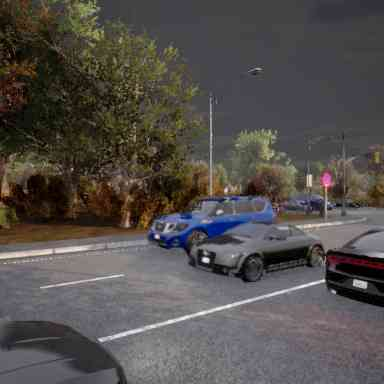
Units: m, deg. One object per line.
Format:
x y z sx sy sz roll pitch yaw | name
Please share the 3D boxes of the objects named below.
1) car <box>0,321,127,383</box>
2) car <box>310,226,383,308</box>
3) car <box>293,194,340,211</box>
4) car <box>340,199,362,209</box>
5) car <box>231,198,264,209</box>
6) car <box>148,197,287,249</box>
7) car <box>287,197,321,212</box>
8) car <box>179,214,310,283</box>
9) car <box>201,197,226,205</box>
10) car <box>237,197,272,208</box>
-2.729 1.505 1.790 4.892 1.490 1.837 0 0 -36 | car
4.986 1.478 7.329 5.008 1.535 1.882 0 0 -36 | car
14.662 1.221 40.649 2.150 2.045 5.566 0 0 -31 | car
20.215 1.601 44.930 1.895 1.301 4.718 0 0 -30 | car
7.531 1.522 45.301 1.812 1.442 4.674 0 0 -32 | car
1.018 1.221 13.341 5.566 2.045 2.150 0 0 -36 | car
12.062 1.564 38.178 1.994 1.385 4.181 0 0 -32 | car
1.973 1.564 9.720 4.181 1.385 1.994 0 0 -36 | car
3.731 1.521 57.833 1.895 1.301 4.718 0 1 -32 | car
9.146 1.537 49.288 2.033 1.411 5.357 0 0 -33 | car
